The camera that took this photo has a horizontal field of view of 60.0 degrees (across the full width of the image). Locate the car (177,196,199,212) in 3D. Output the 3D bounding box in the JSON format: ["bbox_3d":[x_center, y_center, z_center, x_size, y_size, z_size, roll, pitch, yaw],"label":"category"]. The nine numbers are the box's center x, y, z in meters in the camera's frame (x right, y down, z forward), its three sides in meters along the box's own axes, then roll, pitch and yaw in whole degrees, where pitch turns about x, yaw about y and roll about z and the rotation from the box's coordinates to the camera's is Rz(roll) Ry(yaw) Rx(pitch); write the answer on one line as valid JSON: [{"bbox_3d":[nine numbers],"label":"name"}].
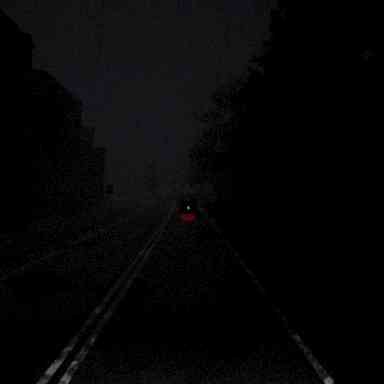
[{"bbox_3d":[-0.405,1.208,34.386,1.837,1.490,4.892,0,2,-1],"label":"car"}]
